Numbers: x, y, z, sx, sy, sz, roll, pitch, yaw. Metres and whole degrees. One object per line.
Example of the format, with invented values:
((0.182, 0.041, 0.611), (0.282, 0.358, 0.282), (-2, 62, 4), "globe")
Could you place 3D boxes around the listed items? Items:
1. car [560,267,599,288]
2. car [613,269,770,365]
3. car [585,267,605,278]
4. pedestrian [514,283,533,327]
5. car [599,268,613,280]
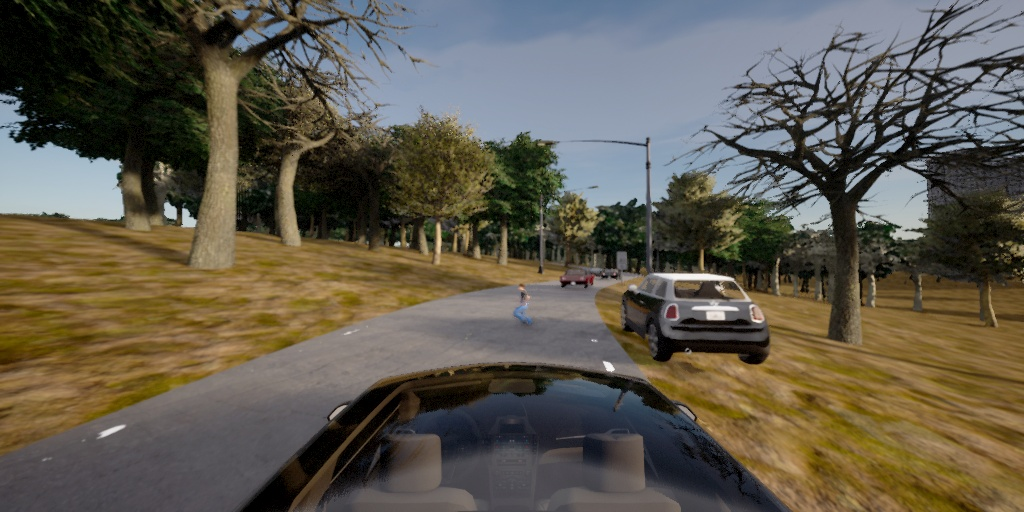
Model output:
((4.894, 1.628, 26.244), (1.895, 1.301, 4.718), (0, -2, 20), "car")
((3.599, 1.094, 7.799), (1.970, 1.475, 3.806), (0, 0, 6), "car")
((11.942, 2.371, 51.284), (1.882, 1.535, 5.008), (-1, -3, 24), "car")
((0.330, 1.251, 9.690), (0.375, 1.300, 0.375), (2, -2, -7), "pedestrian")
((12.337, 2.256, 44.232), (1.895, 1.301, 4.718), (-1, -2, 23), "car")
